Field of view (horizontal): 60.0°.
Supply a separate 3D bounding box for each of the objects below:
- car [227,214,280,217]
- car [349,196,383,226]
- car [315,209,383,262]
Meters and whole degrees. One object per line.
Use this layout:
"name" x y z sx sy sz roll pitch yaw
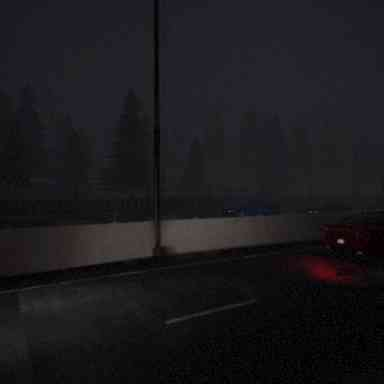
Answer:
"car" 4.655 1.316 26.325 5.008 1.535 1.882 0 0 -25
"car" 13.144 1.185 22.365 4.553 1.767 2.097 0 0 -21
"car" 6.882 1.390 11.646 5.008 1.535 1.882 0 0 -28
